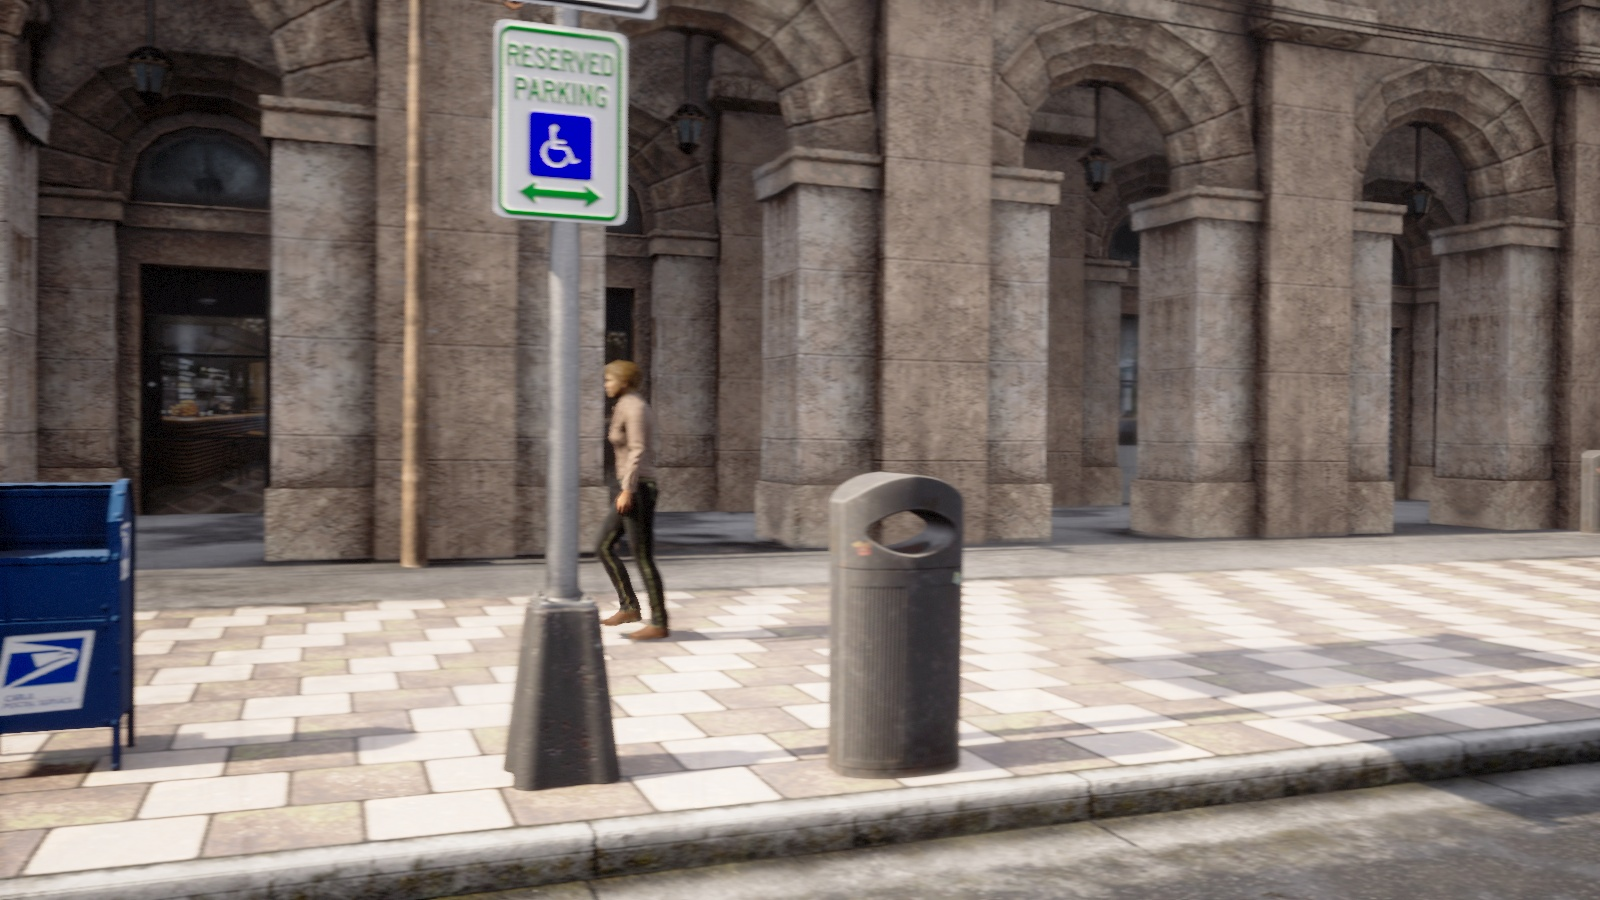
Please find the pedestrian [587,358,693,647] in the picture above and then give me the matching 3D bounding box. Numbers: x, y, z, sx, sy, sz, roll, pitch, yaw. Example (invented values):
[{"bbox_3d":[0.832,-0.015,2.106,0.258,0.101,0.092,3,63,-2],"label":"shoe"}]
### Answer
[{"bbox_3d":[-1.036,0.332,8.200,0.634,1.846,0.331,-1,1,-2],"label":"pedestrian"}]
